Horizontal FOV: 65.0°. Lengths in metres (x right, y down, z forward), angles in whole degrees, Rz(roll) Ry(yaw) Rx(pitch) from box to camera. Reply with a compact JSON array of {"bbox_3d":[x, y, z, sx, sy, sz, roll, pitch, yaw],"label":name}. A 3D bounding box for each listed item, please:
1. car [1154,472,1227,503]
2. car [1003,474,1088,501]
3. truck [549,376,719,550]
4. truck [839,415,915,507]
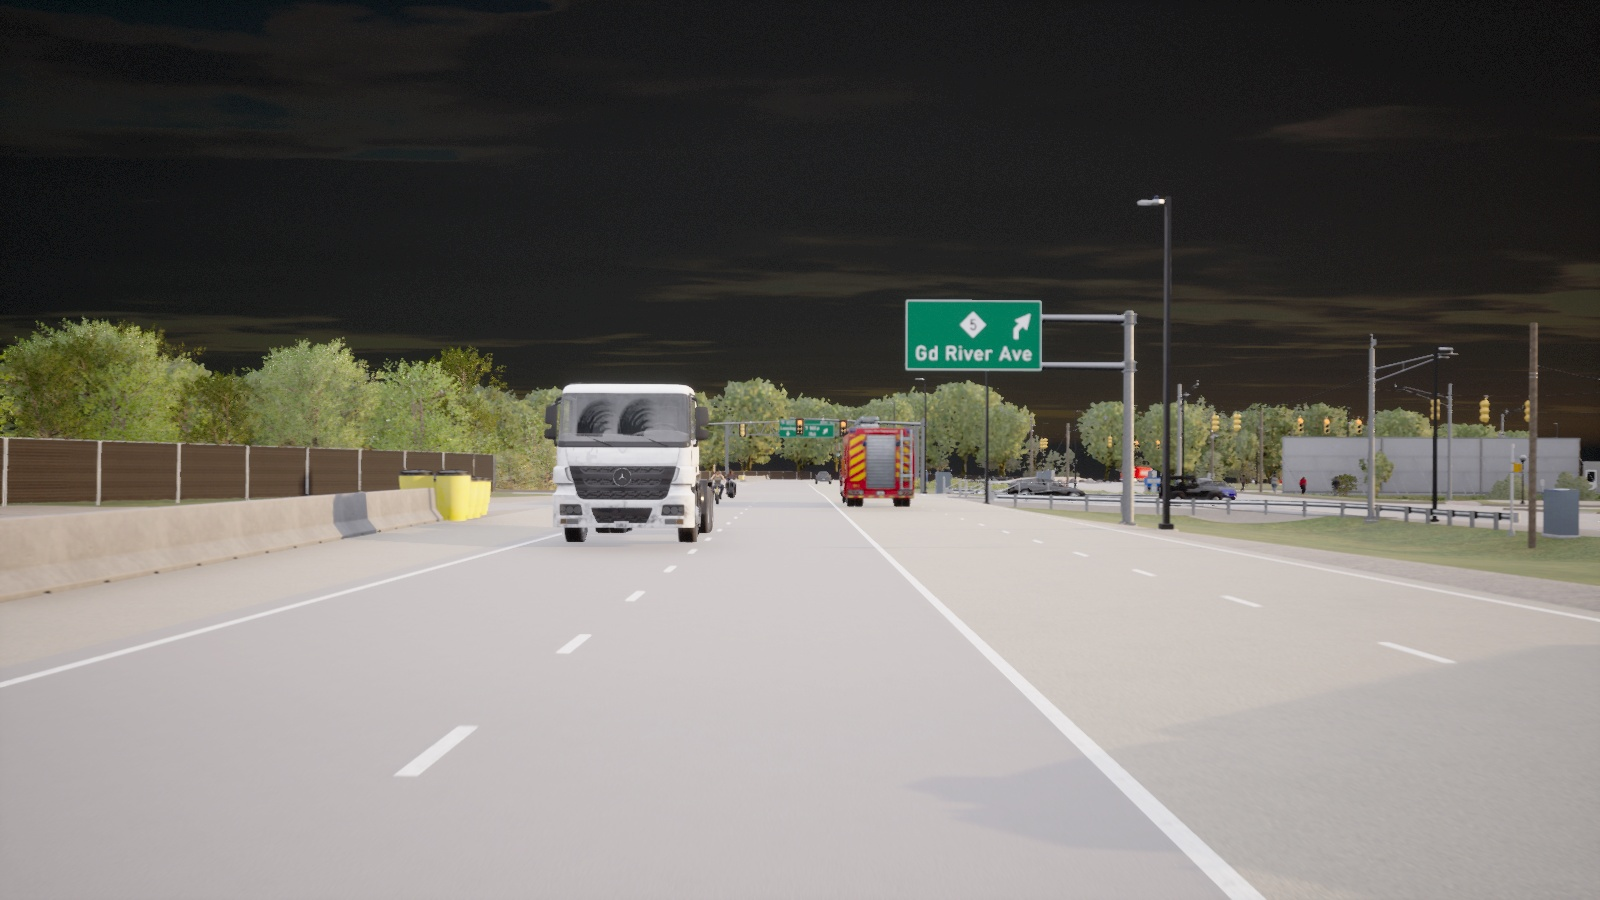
[{"bbox_3d":[24.097,2.313,77.524,3.866,1.878,1.905,0,-1,0],"label":"car"},{"bbox_3d":[15.134,2.322,77.494,4.792,1.488,2.163,2,-1,0],"label":"car"},{"bbox_3d":[-3.571,0.314,29.049,2.891,3.462,7.936,0,-1,0],"label":"truck"},{"bbox_3d":[3.364,0.540,56.871,2.891,3.827,8.468,0,-1,0],"label":"truck"}]
